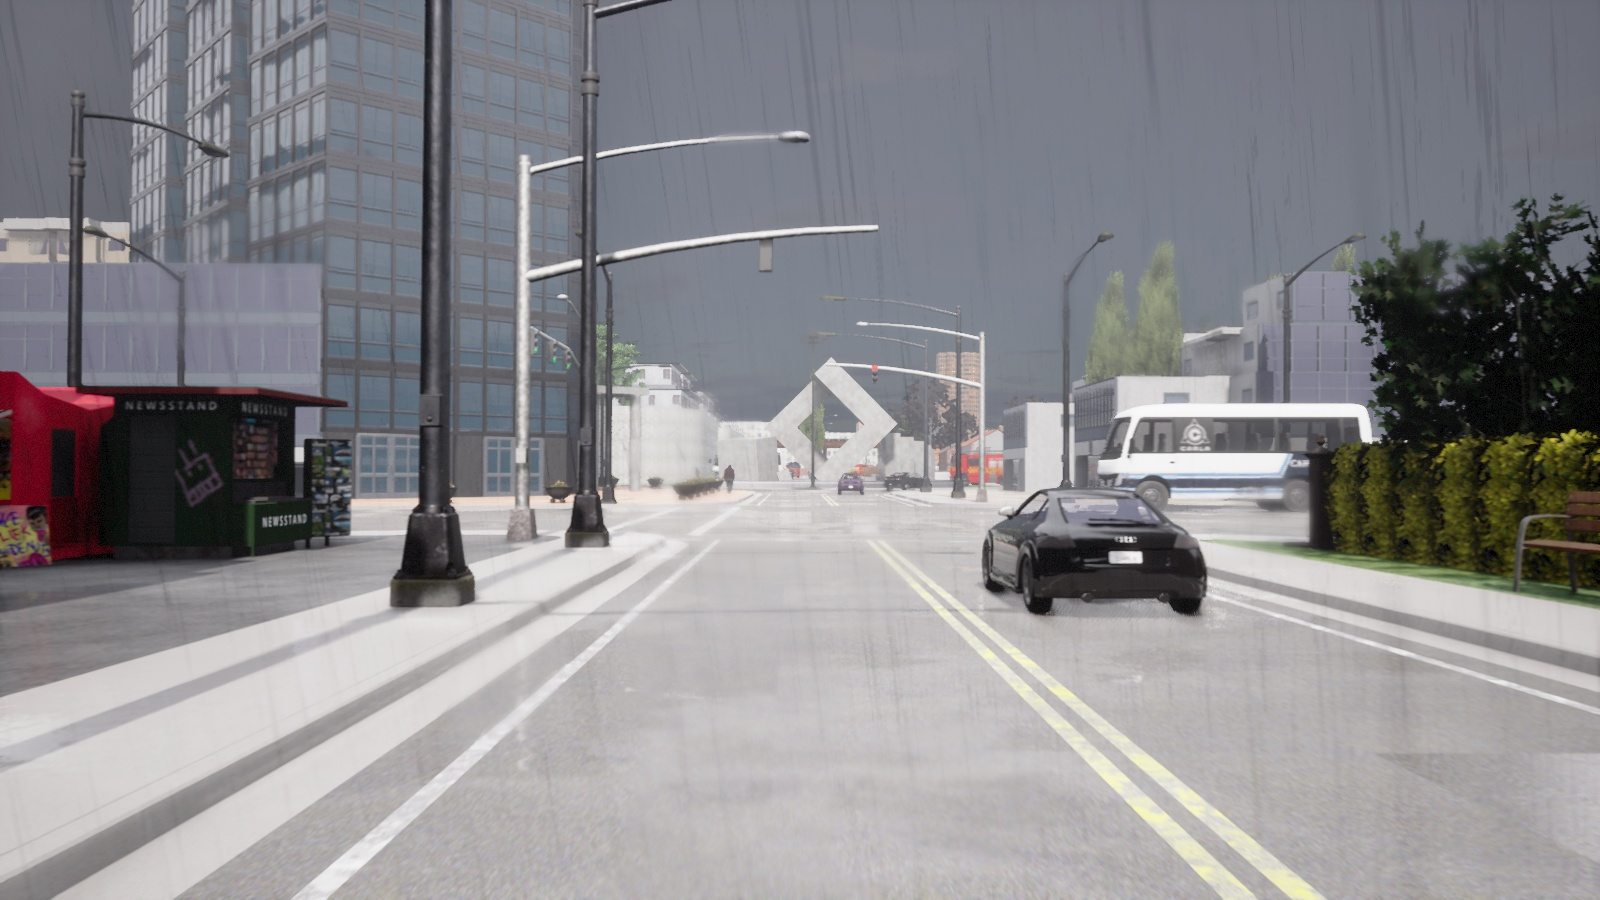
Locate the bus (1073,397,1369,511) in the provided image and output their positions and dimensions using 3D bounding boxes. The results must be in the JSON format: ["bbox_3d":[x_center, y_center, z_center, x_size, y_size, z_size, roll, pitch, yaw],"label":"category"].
[{"bbox_3d":[16.376,0.189,49.555,10.273,4.253,3.944,0,-1,0],"label":"bus"}]

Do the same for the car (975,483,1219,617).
[{"bbox_3d":[3.464,1.124,15.514,1.994,1.385,4.181,0,-1,0],"label":"car"}]

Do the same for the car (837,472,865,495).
[{"bbox_3d":[3.451,2.233,84.742,1.816,1.474,4.193,0,-1,2],"label":"car"}]

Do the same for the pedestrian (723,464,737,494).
[{"bbox_3d":[-4.302,1.790,77.230,0.634,1.844,0.899,0,-1,12],"label":"pedestrian"}]
